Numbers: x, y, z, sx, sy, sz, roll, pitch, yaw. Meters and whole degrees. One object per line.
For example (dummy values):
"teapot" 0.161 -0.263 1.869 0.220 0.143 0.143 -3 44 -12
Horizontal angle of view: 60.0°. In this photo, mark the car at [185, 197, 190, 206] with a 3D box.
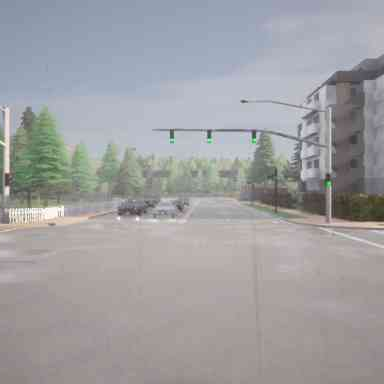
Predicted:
"car" -1.409 1.493 53.351 2.128 1.511 4.902 0 0 3

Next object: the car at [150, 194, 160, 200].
"car" -5.351 1.221 43.313 2.150 2.045 5.566 0 0 3

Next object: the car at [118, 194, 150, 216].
"car" -5.770 1.352 32.652 2.097 1.767 4.553 0 0 2

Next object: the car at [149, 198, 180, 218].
"car" -2.365 1.526 30.190 1.812 1.442 4.674 0 0 2

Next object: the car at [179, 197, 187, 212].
"car" -2.014 1.601 39.285 1.895 1.301 4.718 0 0 2
